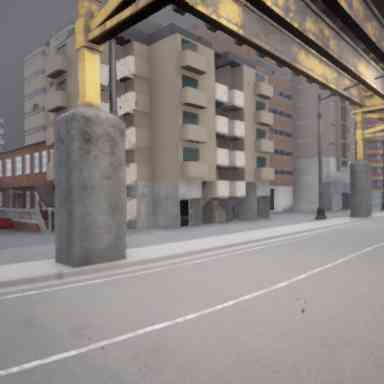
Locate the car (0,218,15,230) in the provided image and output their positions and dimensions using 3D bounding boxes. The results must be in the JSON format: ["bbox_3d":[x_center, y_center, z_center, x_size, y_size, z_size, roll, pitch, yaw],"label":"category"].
[{"bbox_3d":[-14.910,2.172,22.199,2.033,1.415,5.357,-1,-1,43],"label":"car"}]
